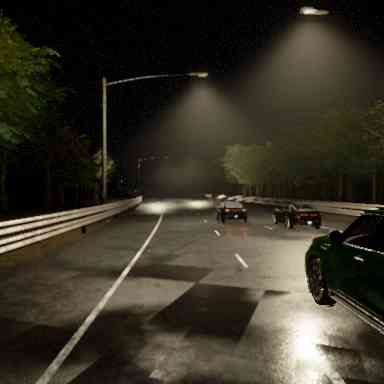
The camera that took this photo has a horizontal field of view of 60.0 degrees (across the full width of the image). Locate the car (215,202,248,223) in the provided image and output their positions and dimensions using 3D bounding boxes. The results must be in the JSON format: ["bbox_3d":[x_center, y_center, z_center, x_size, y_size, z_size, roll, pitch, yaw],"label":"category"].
[{"bbox_3d":[2.874,1.464,25.012,2.128,1.511,4.902,0,0,-3],"label":"car"}]

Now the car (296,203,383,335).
[{"bbox_3d":[3.545,1.215,4.882,2.150,2.045,5.566,0,0,-1],"label":"car"}]

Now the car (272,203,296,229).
[{"bbox_3d":[6.566,1.478,21.264,1.837,1.490,4.892,0,0,-2],"label":"car"}]
